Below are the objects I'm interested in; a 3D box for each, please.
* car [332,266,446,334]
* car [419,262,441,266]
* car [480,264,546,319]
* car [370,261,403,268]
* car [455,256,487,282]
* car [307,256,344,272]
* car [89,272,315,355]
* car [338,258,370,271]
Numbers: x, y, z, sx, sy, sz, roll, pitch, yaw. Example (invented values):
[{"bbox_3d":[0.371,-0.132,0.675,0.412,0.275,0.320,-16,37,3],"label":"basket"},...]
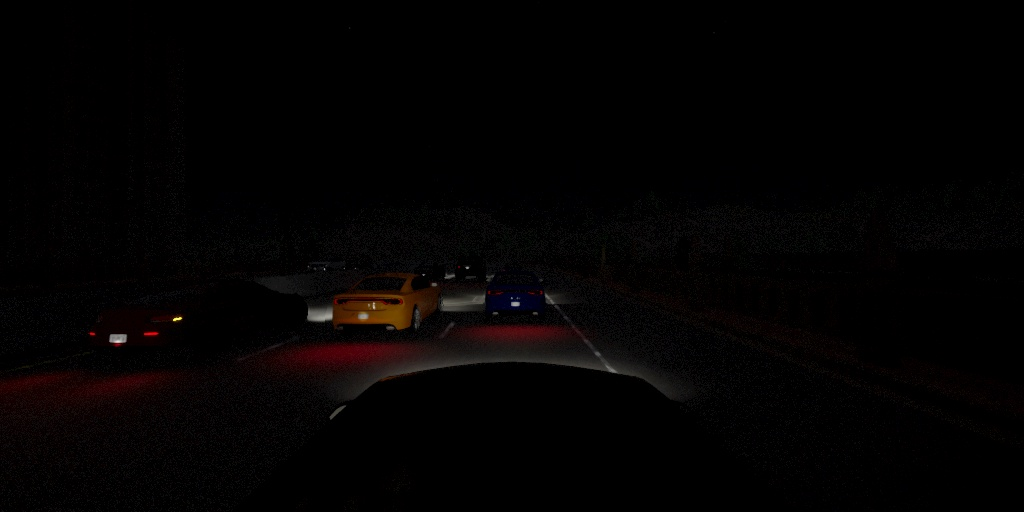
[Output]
[{"bbox_3d":[-3.399,1.232,10.681,1.882,1.535,5.008,0,0,0],"label":"car"},{"bbox_3d":[-6.895,1.271,30.454,2.128,1.511,4.902,0,0,0],"label":"car"},{"bbox_3d":[0.102,1.233,12.803,1.882,1.535,5.008,0,0,0],"label":"car"},{"bbox_3d":[-14.078,1.299,41.524,2.128,1.511,4.902,0,0,0],"label":"car"},{"bbox_3d":[-3.394,0.999,29.964,2.150,2.045,5.566,0,0,0],"label":"car"},{"bbox_3d":[-21.076,1.031,41.148,2.150,2.045,5.566,0,0,0],"label":"car"},{"bbox_3d":[-6.899,1.279,8.588,1.812,1.442,4.674,0,0,0],"label":"car"},{"bbox_3d":[-17.578,1.311,41.059,1.837,1.490,4.892,0,0,0],"label":"car"}]
